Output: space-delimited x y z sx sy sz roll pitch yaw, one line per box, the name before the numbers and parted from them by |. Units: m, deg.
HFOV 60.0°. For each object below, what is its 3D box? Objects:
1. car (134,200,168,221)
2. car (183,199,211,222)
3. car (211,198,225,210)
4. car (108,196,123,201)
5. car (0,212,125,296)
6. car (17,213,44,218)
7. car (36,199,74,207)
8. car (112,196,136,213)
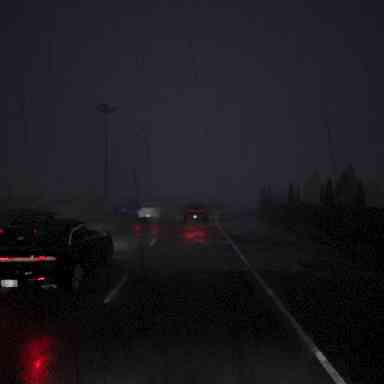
car | -3.101 1.535 26.976 1.812 1.442 4.674 0 0 4
car | 0.370 1.515 26.416 1.837 1.490 4.892 0 0 3
car | 2.942 1.540 42.748 1.812 1.442 4.674 0 0 14
car | -11.451 1.514 56.261 2.128 1.511 4.902 0 0 19
car | -3.398 1.495 8.638 2.128 1.511 4.902 0 0 0
car | -6.897 1.606 15.519 1.895 1.301 4.718 0 0 0
car | -13.317 1.489 32.361 1.882 1.535 5.008 0 0 7
car | -5.974 1.489 33.310 1.882 1.535 5.008 0 0 7
